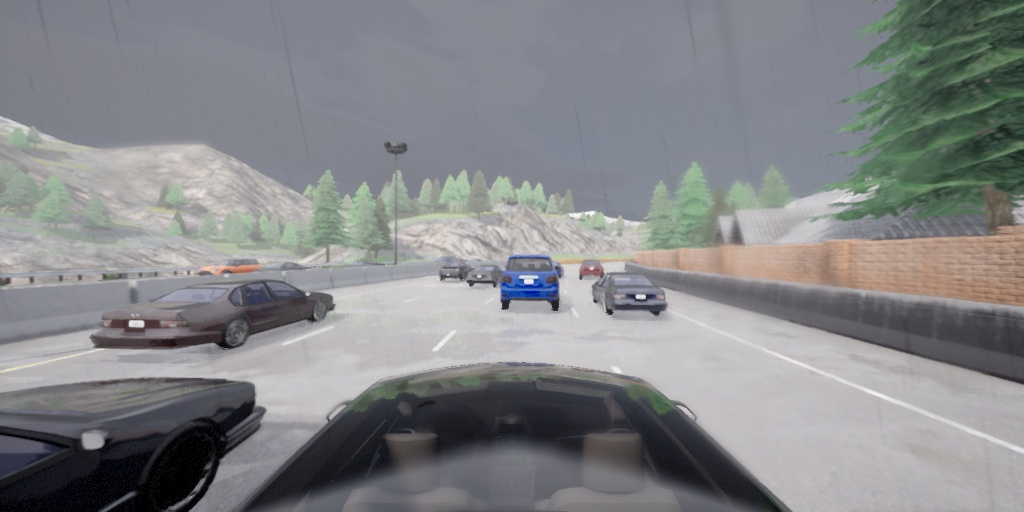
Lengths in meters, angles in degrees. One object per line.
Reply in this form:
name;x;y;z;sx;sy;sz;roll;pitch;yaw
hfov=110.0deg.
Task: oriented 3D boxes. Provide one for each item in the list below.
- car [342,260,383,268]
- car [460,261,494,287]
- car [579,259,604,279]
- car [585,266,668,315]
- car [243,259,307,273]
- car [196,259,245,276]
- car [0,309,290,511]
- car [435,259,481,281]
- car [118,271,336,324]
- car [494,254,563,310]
car;-14.121;1.167;34.086;2.128;1.511;4.902;0;0;12
car;-1.573;1.268;24.017;2.033;1.411;5.357;0;0;9
car;7.161;1.086;32.288;2.097;1.767;4.553;0;0;12
car;4.184;1.295;13.534;2.033;1.411;5.357;0;0;5
car;-18.649;1.194;28.937;1.812;1.442;4.674;0;0;10
car;-22.253;1.011;28.508;2.097;1.767;4.553;0;0;10
car;-3.376;1.289;1.088;2.033;1.411;5.357;0;0;0
car;-4.262;1.199;28.784;2.128;1.511;4.902;0;0;10
car;-6.651;1.271;8.985;2.033;1.411;5.357;0;0;3
car;0.821;0.959;14.853;2.150;2.045;5.566;0;0;5
